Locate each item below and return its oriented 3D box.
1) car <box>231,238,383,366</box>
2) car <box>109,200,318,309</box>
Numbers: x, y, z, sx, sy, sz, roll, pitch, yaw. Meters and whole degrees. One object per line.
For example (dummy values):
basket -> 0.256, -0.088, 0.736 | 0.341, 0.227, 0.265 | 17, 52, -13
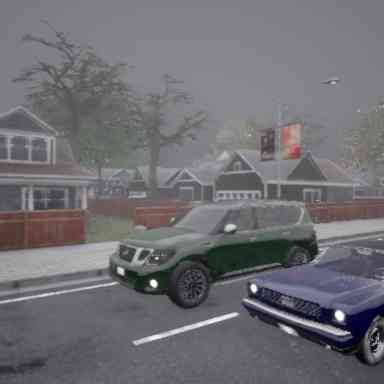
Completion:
car -> 3.138, 1.612, 5.922 | 4.718, 1.301, 1.895 | 0, 0, -35
car -> 0.828, 1.232, 8.266 | 5.566, 2.045, 2.150 | 0, 0, -35
